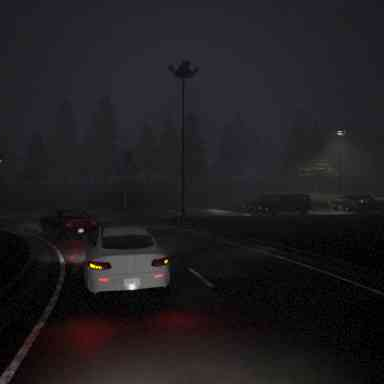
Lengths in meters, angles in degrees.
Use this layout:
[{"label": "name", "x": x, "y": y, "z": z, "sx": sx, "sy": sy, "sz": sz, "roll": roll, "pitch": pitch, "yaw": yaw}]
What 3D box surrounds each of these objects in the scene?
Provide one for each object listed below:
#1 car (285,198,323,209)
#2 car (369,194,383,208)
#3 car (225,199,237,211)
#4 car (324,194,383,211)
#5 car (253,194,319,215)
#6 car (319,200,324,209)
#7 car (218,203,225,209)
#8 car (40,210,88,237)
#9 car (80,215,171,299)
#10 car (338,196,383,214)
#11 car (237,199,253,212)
[{"label": "car", "x": 15.437, "y": 1.563, "z": 45.785, "sx": 4.674, "sy": 1.442, "sz": 1.812, "roll": 0, "pitch": 0, "yaw": -14}, {"label": "car", "x": 29.355, "y": 1.260, "z": 49.130, "sx": 5.566, "sy": 2.045, "sz": 2.150, "roll": 0, "pitch": 0, "yaw": -13}, {"label": "car", "x": 6.856, "y": 1.560, "z": 40.106, "sx": 4.674, "sy": 1.442, "sz": 1.812, "roll": 0, "pitch": 0, "yaw": -13}, {"label": "car", "x": 19.157, "y": 1.255, "z": 39.490, "sx": 5.566, "sy": 2.045, "sz": 2.150, "roll": 0, "pitch": 0, "yaw": -13}, {"label": "car", "x": 9.408, "y": 1.250, "z": 33.544, "sx": 5.566, "sy": 2.045, "sz": 2.150, "roll": 0, "pitch": 0, "yaw": -14}, {"label": "car", "x": 15.704, "y": 1.635, "z": 42.259, "sx": 4.718, "sy": 1.301, "sz": 1.895, "roll": 0, "pitch": 0, "yaw": -14}, {"label": "car", "x": 6.116, "y": 1.584, "z": 43.550, "sx": 5.357, "sy": 1.411, "sz": 2.033, "roll": 0, "pitch": 0, "yaw": -14}, {"label": "car", "x": -6.868, "y": 1.619, "z": 18.261, "sx": 1.895, "sy": 1.301, "sz": 4.718, "roll": 0, "pitch": 0, "yaw": -38}, {"label": "car", "x": -1.775, "y": 1.534, "z": 8.497, "sx": 1.812, "sy": 1.442, "sz": 4.674, "roll": 0, "pitch": 0, "yaw": -16}, {"label": "car", "x": 18.845, "y": 1.519, "z": 35.814, "sx": 4.902, "sy": 1.511, "sz": 2.128, "roll": 0, "pitch": 0, "yaw": -14}, {"label": "car", "x": 8.335, "y": 1.252, "z": 36.885, "sx": 5.566, "sy": 2.045, "sz": 2.150, "roll": 0, "pitch": 0, "yaw": -14}]
